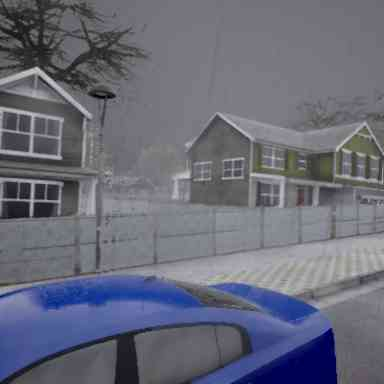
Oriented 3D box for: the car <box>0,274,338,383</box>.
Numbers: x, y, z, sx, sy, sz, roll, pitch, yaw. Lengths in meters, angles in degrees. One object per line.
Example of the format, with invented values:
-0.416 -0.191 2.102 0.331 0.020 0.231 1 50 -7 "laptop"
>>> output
-1.020 1.478 2.325 5.008 1.535 1.882 -1 0 -35 "car"
